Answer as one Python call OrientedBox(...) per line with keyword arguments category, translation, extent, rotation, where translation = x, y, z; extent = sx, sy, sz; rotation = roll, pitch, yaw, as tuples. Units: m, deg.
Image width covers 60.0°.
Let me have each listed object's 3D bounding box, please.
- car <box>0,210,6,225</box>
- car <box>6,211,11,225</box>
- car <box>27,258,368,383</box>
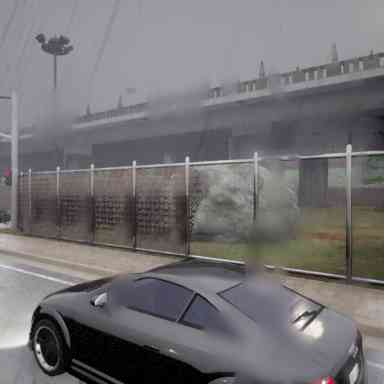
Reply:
OrientedBox(category="car", translation=(-7.868, 1.221, 9.574), extent=(5.566, 2.045, 2.150), rotation=(0, 0, 36))
OrientedBox(category="car", translation=(-14.641, 1.614, 23.081), extent=(1.994, 1.385, 4.181), rotation=(0, 0, 35))
OrientedBox(category="car", translation=(-0.189, 1.564, 4.125), extent=(4.181, 1.385, 1.994), rotation=(0, 0, 36))
